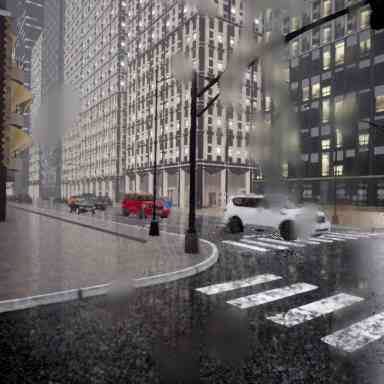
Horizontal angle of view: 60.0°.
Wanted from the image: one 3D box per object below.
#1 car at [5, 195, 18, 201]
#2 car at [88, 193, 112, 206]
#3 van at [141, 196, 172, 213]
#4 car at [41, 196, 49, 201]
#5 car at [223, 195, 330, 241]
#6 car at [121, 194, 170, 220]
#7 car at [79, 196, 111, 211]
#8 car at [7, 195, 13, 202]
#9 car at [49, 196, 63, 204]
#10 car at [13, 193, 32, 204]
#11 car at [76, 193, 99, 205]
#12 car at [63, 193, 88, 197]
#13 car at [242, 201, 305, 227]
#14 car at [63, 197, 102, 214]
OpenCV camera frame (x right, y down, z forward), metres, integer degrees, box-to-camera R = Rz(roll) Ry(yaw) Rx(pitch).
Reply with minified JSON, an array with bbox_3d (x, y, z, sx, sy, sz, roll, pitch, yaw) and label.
[{"bbox_3d":[-40.358,1.378,74.329,2.008,1.369,4.403,1,-1,-35],"label":"car"},{"bbox_3d":[-14.465,1.380,53.093,2.097,1.767,4.553,1,-1,-35],"label":"car"},{"bbox_3d":[-4.076,1.382,37.746,1.690,1.788,3.998,1,-1,-35],"label":"van"},{"bbox_3d":[-36.801,1.571,83.786,1.802,1.307,4.206,1,-1,-35],"label":"car"},{"bbox_3d":[4.039,1.188,16.852,2.150,2.045,5.566,1,-1,-39],"label":"car"},{"bbox_3d":[-3.967,1.160,27.604,2.150,2.045,5.566,1,-1,-35],"label":"car"},{"bbox_3d":[-11.241,1.486,37.847,1.994,1.385,4.181,1,-1,-35],"label":"car"},{"bbox_3d":[-37.086,1.397,69.724,1.947,1.339,4.313,1,-1,-35],"label":"car"},{"bbox_3d":[-24.196,1.504,61.610,2.033,1.411,5.357,1,-1,-38],"label":"car"},{"bbox_3d":[-30.538,1.155,60.518,2.192,1.841,5.009,1,-1,-35],"label":"car"},{"bbox_3d":[-18.558,1.249,58.845,2.150,2.045,5.566,1,-1,-35],"label":"car"},{"bbox_3d":[-18.743,1.317,53.904,2.097,1.767,4.553,1,-1,-36],"label":"car"},{"bbox_3d":[5.739,1.505,23.932,1.967,1.590,4.097,1,-1,-35],"label":"car"},{"bbox_3d":[-10.909,1.427,32.890,2.008,1.369,4.403,1,-1,-35],"label":"car"}]
